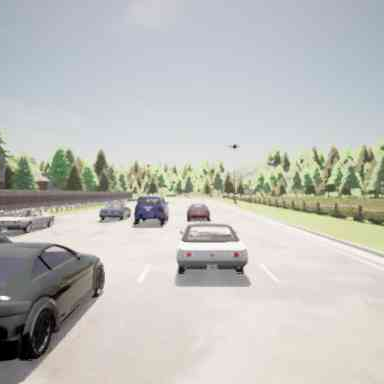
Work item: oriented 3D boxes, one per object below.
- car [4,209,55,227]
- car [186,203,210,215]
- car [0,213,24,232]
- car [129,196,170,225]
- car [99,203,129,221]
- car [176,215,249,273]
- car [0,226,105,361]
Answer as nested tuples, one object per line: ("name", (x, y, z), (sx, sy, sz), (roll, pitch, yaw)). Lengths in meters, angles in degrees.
("car", (-9.974, 1.653, 19.904), (1.895, 1.301, 4.718), (0, 0, 0))
("car", (0.533, 1.652, 28.688), (1.994, 1.385, 4.181), (0, 0, 0))
("car", (-6.479, 1.526, 8.417), (1.837, 1.490, 4.892), (0, 0, 0))
("car", (-2.969, 1.296, 25.168), (2.150, 2.045, 5.566), (0, 0, 0))
("car", (-6.469, 1.629, 28.436), (2.033, 1.411, 5.357), (0, 0, 0))
("car", (0.522, 1.634, 10.726), (1.895, 1.301, 4.718), (0, 0, 0))
("car", (-2.979, 1.580, 5.960), (1.994, 1.385, 4.181), (0, 0, 0))
